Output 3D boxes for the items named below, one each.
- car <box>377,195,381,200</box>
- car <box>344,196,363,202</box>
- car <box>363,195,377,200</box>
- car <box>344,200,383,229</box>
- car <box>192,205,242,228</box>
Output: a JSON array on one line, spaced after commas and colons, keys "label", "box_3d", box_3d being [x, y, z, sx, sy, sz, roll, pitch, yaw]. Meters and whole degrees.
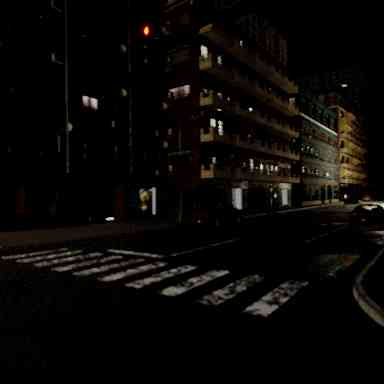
[{"label": "car", "box_3d": [44.177, 1.291, 80.011, 1.947, 1.339, 4.313, -1, 0, 36]}, {"label": "car", "box_3d": [27.375, 1.408, 57.100, 1.947, 1.339, 4.313, -1, 0, 36]}, {"label": "car", "box_3d": [37.457, 1.354, 70.847, 1.802, 1.307, 4.206, -1, 0, 36]}, {"label": "car", "box_3d": [10.695, 1.388, 20.012, 1.887, 1.381, 4.507, -1, 0, 36]}, {"label": "car", "box_3d": [1.770, 1.579, 22.401, 1.887, 1.381, 4.507, -1, 0, 36]}]
